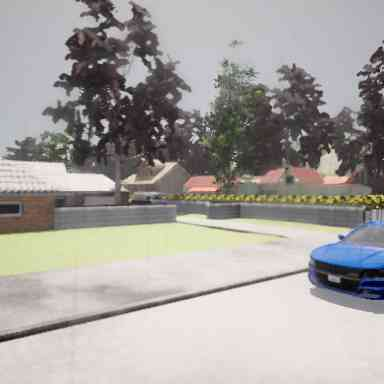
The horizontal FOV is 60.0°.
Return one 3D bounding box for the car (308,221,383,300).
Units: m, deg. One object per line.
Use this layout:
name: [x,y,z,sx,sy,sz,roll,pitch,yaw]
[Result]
car: [4.869,1.465,8.048,5.008,1.535,1.882,0,0,-35]
